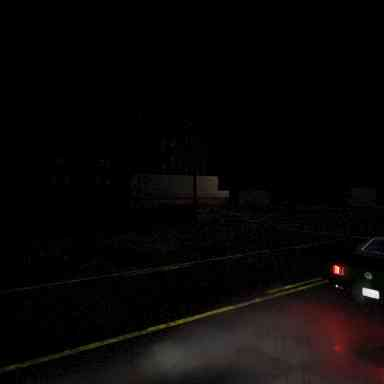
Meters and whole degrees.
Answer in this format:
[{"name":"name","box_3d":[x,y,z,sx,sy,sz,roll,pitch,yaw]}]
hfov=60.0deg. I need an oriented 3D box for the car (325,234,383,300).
[{"name":"car","box_3d":[5.127,1.601,7.509,4.718,1.301,1.895,0,0,-36]}]
